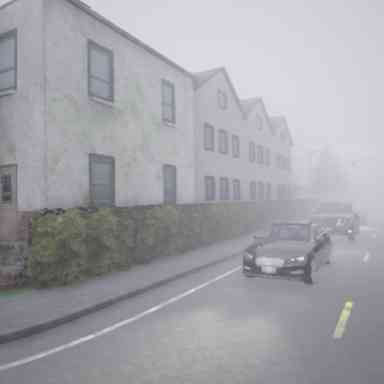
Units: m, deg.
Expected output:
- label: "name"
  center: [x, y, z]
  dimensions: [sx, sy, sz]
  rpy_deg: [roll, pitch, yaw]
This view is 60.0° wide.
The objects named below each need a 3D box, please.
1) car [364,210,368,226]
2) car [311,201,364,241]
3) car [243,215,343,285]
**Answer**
- label: "car"
  center: [13.407, 1.981, 27.560]
  dimensions: [1.994, 1.385, 4.181]
  rpy_deg: [-2, -2, 31]
- label: "car"
  center: [8.239, 1.532, 18.957]
  dimensions: [2.150, 2.045, 5.566]
  rpy_deg: [-2, -2, 30]
- label: "car"
  center: [3.151, 1.694, 10.385]
  dimensions: [2.128, 1.511, 4.902]
  rpy_deg: [-2, -2, 31]
